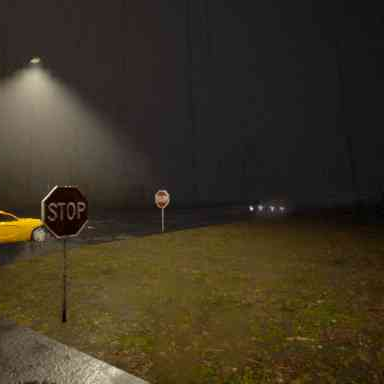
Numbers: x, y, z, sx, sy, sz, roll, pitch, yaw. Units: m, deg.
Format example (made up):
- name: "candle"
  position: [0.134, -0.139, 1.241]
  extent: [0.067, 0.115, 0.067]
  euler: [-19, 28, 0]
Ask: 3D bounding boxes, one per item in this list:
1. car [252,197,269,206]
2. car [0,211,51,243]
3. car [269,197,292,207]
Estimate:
- name: "car"
  position: [11.667, 1.502, 55.420]
  extent: [1.882, 1.535, 5.008]
  euler: [0, 0, 35]
- name: "car"
  position: [-8.417, 1.493, 13.916]
  extent: [1.882, 1.535, 5.008]
  euler: [0, 0, 35]
- name: "car"
  position: [14.550, 1.502, 53.434]
  extent: [1.882, 1.535, 5.008]
  euler: [0, 0, 35]
